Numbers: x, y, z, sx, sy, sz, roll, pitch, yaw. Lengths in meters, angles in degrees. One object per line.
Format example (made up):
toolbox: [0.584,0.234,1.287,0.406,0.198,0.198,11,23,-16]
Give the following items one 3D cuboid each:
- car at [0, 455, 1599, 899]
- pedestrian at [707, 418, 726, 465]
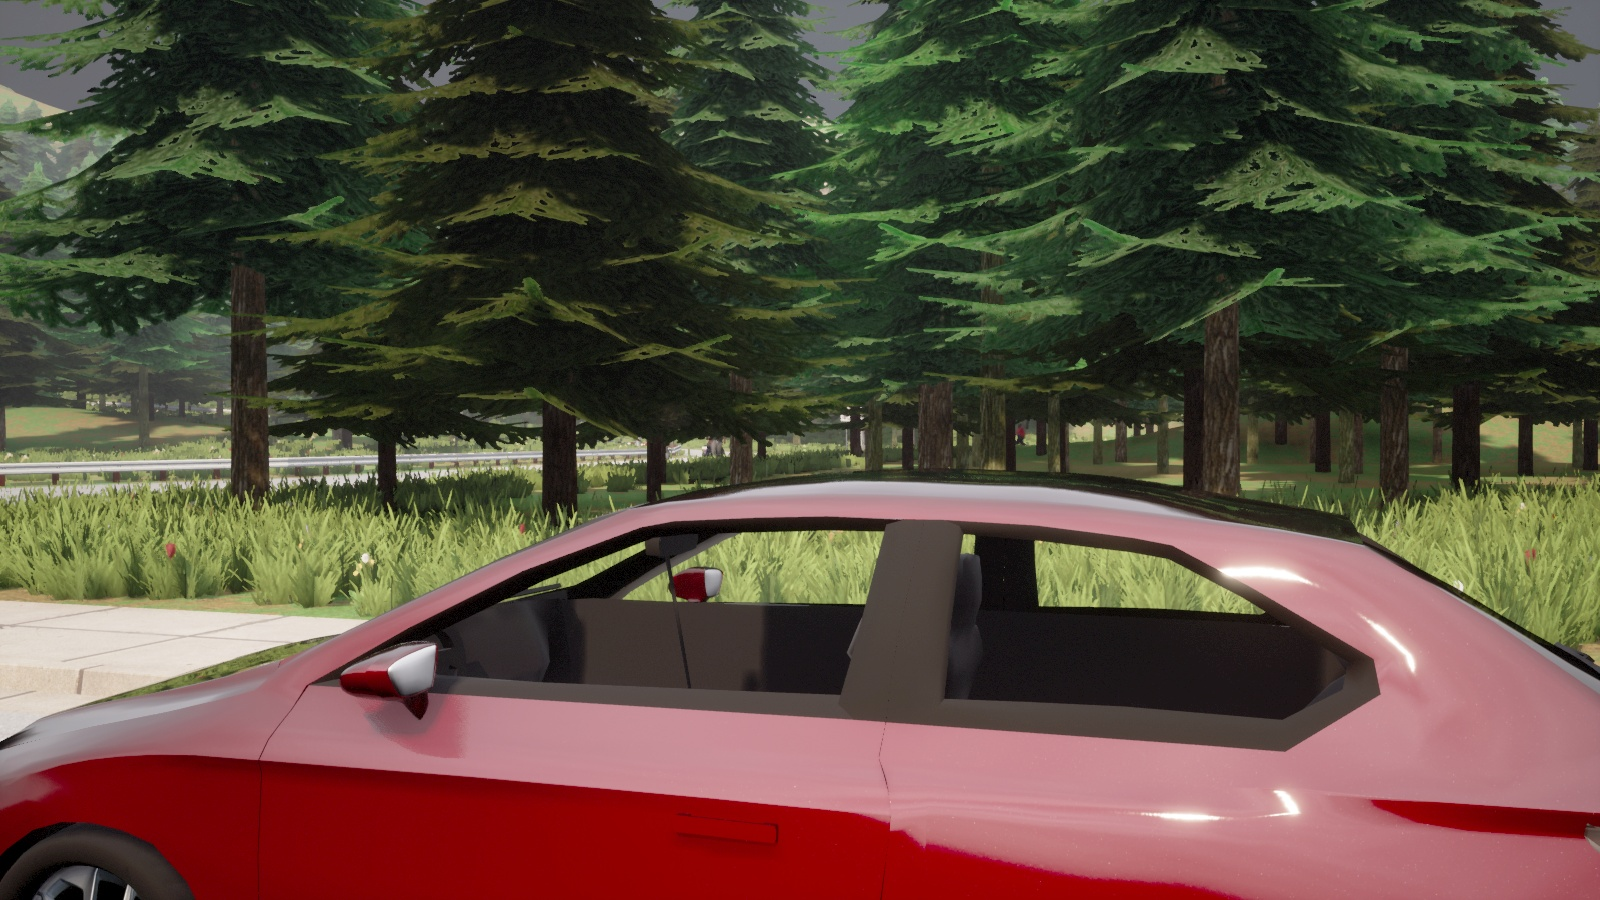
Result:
car: [-0.113,0.788,3.231,4.193,1.474,1.816,1,1,19]
pedestrian: [-3.345,-0.359,50.471,0.563,1.883,0.849,0,1,11]
